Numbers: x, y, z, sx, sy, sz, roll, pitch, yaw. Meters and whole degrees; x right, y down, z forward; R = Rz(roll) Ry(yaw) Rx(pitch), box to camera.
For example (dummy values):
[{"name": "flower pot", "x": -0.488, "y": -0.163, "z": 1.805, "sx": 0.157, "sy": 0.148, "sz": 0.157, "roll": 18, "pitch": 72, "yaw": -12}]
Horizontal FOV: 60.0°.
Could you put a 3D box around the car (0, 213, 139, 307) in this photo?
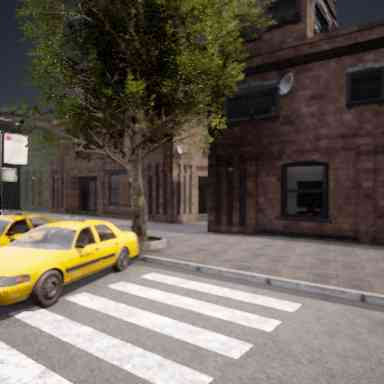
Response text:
[{"name": "car", "x": -3.076, "y": 1.388, "z": 8.074, "sx": 1.946, "sy": 1.575, "sz": 5.366, "roll": 1, "pitch": 0, "yaw": 16}]

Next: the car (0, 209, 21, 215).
[{"name": "car", "x": -5.518, "y": 1.348, "z": 9.819, "sx": 1.946, "sy": 1.575, "sz": 5.366, "roll": 1, "pitch": 0, "yaw": 16}]
